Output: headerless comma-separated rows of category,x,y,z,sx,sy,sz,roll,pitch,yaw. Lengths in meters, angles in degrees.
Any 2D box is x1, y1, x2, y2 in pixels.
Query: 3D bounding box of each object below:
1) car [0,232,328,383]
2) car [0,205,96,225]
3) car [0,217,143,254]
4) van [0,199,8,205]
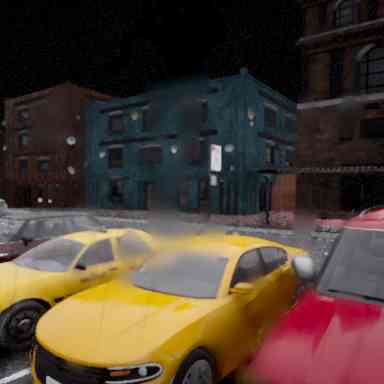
car,0.245,1.456,4.992,2.097,1.535,5.008,0,0,36
car,-4.135,1.319,8.220,2.185,1.767,4.553,0,0,36
car,-2.116,1.448,6.479,1.946,1.575,5.366,0,0,36
van,-8.820,1.206,11.456,1.878,1.987,4.442,0,0,36
